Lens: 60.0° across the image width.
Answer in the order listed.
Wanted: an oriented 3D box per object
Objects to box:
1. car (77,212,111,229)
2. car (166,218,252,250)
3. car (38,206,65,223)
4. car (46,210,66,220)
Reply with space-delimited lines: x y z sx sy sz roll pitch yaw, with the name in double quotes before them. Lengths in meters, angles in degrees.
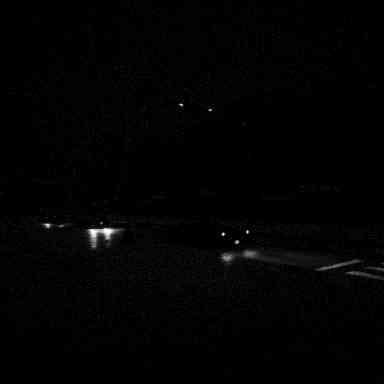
"car" -8.800 2.532 29.687 1.994 1.385 4.181 0 -2 -36
"car" 0.694 1.970 16.446 1.895 1.301 4.718 0 -2 -36
"car" -18.629 2.803 43.538 2.150 2.045 5.566 0 -2 -36
"car" -21.534 3.597 52.478 1.994 1.385 4.181 0 -2 -36
